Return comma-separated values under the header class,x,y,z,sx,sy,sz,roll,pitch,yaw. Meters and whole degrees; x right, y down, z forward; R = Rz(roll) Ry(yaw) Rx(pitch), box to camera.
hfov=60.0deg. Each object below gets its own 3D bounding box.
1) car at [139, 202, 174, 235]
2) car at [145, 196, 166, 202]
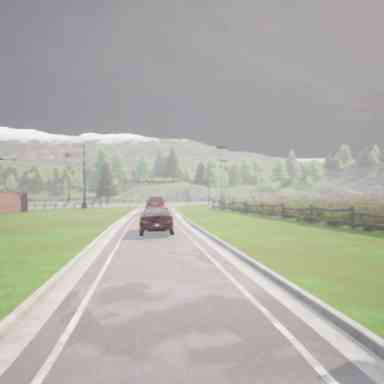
class,x,y,z,sx,sy,sz,roll,pitch,yaw
car,-2.153,1.616,19.972,1.882,1.535,5.008,-1,0,-7
car,-4.187,1.489,38.499,2.150,2.045,5.566,-1,0,-6
